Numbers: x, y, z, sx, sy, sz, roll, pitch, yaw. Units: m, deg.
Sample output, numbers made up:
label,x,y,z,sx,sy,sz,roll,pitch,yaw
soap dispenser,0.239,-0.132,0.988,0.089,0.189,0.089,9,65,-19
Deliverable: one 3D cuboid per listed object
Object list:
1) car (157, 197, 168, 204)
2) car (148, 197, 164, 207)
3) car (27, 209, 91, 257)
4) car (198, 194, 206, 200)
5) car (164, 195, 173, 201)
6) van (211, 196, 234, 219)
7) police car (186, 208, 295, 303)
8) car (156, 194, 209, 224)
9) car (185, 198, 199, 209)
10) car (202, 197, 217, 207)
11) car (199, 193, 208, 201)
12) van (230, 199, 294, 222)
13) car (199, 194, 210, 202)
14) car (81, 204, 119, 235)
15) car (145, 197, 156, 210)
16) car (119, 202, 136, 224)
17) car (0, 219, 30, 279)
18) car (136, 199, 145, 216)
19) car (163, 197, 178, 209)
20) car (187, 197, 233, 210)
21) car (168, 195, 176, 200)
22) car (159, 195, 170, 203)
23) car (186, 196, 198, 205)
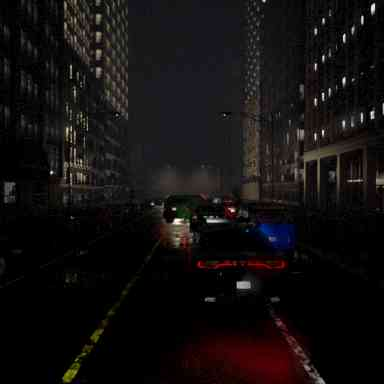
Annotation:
label,x,y,z,sx,sy,sz,roll,pitch,yaw
car,-5.645,1.566,64.111,1.802,1.307,4.206,-1,0,0
car,-5.654,1.538,52.743,2.008,1.369,4.403,-1,0,0
car,-5.688,1.563,12.958,1.947,1.339,4.313,-1,0,0
car,2.759,1.414,92.522,1.967,1.590,4.097,-1,0,0
car,-5.630,1.504,80.992,1.752,1.417,4.829,-1,0,0
van,2.705,1.334,30.002,1.690,1.788,3.998,-1,0,0
police car,0.906,1.423,8.409,1.930,1.638,5.238,0,0,0
car,-0.123,1.214,24.684,2.150,2.045,5.566,-1,0,24
car,0.055,1.590,46.021,1.895,1.301,4.718,0,0,1
car,2.726,1.538,52.736,2.008,1.369,4.403,-1,0,0
car,2.748,1.294,81.155,2.192,1.841,5.009,-1,0,0
van,2.691,1.338,12.951,1.690,1.788,3.998,-1,0,0
car,2.743,1.296,75.471,2.192,1.841,5.009,-1,0,0
car,-5.683,1.540,18.642,1.887,1.381,4.507,-1,0,0
car,-5.664,1.541,41.376,2.008,1.369,4.403,-1,0,0
car,-5.679,1.545,24.325,2.008,1.369,4.403,-1,0,0
car,-5.693,1.549,7.274,2.008,1.369,4.403,-1,0,0
car,-5.673,1.575,30.009,1.802,1.307,4.206,-1,0,0
car,-2.960,1.514,47.015,1.812,1.442,4.674,0,0,0
car,0.913,1.347,18.269,2.097,1.767,4.553,0,0,0
car,-5.621,1.540,92.529,1.947,1.339,4.313,-1,0,0
car,-5.641,1.422,69.794,1.967,1.590,4.097,-1,0,0
car,0.049,1.477,59.310,2.128,1.511,4.902,0,0,0
